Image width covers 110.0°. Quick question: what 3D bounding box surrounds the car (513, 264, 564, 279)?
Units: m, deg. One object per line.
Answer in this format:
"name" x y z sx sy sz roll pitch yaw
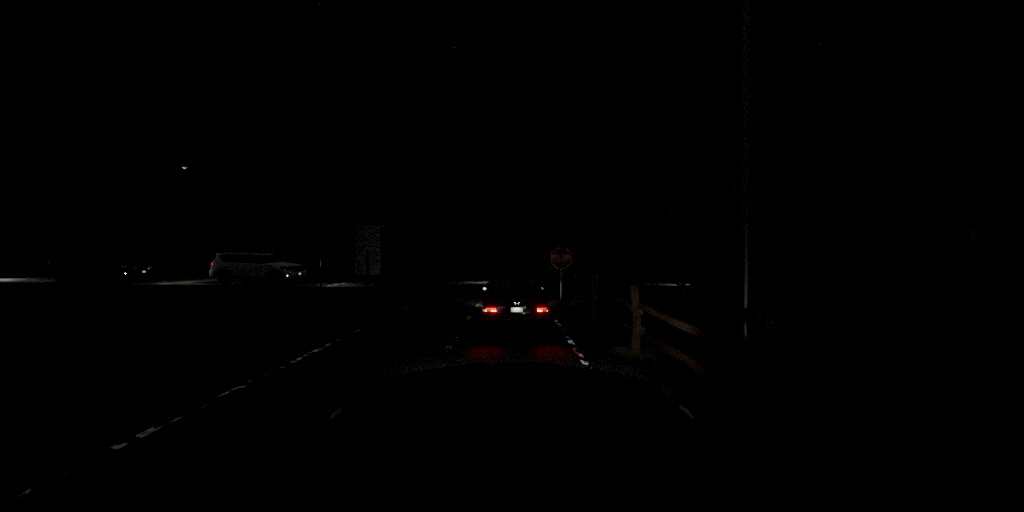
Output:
"car" 1.102 1.320 26.612 5.357 1.411 2.033 1 0 1

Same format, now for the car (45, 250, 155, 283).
"car" -27.339 0.656 23.914 5.566 2.045 2.150 1 0 -1

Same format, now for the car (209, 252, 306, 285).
"car" -16.816 0.789 23.816 5.566 2.045 2.150 1 0 1

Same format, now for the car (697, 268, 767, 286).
"car" 16.224 1.454 26.476 4.892 1.490 1.837 1 0 0

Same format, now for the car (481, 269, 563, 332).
"car" 0.060 1.297 10.844 2.033 1.411 5.357 0 0 -1
